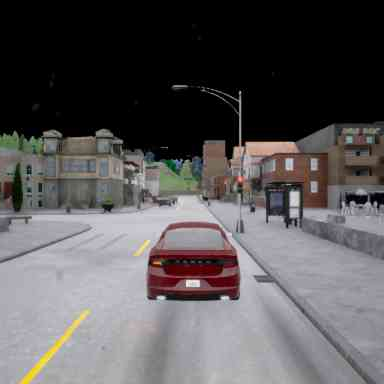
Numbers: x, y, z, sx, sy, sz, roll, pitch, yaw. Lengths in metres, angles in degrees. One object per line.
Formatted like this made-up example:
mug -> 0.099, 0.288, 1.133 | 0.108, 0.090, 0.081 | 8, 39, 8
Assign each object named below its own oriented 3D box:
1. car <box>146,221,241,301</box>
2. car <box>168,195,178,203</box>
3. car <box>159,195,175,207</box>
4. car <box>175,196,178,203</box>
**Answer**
car -> 0.048, 1.478, 8.396 | 1.882, 1.535, 5.008 | 0, 0, 1
car -> -4.015, 1.500, 71.640 | 1.837, 1.490, 4.892 | 0, 0, 0
car -> -4.110, 1.505, 51.968 | 1.837, 1.490, 4.892 | 0, 0, 0
car -> -4.072, 1.601, 61.273 | 1.895, 1.301, 4.718 | 0, 0, 0
